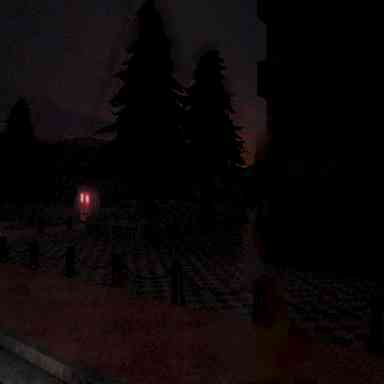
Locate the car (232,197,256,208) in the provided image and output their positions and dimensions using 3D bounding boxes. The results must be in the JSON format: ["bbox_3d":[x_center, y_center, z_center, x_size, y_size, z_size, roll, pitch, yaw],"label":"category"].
[{"bbox_3d":[7.519,1.496,47.760,1.882,1.535,5.008,0,0,35],"label":"car"}]

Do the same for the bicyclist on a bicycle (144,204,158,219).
[{"bbox_3d":[-3.141,1.318,25.715,1.656,1.620,0.582,0,0,35],"label":"bicyclist on a bicycle"}]
